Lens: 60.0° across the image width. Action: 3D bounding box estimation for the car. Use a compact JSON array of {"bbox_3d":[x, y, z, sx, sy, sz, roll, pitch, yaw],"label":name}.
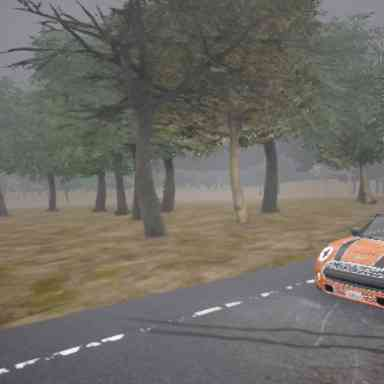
[{"bbox_3d":[4.759,1.209,7.252,4.553,1.767,2.097,-2,1,-34],"label":"car"}]
